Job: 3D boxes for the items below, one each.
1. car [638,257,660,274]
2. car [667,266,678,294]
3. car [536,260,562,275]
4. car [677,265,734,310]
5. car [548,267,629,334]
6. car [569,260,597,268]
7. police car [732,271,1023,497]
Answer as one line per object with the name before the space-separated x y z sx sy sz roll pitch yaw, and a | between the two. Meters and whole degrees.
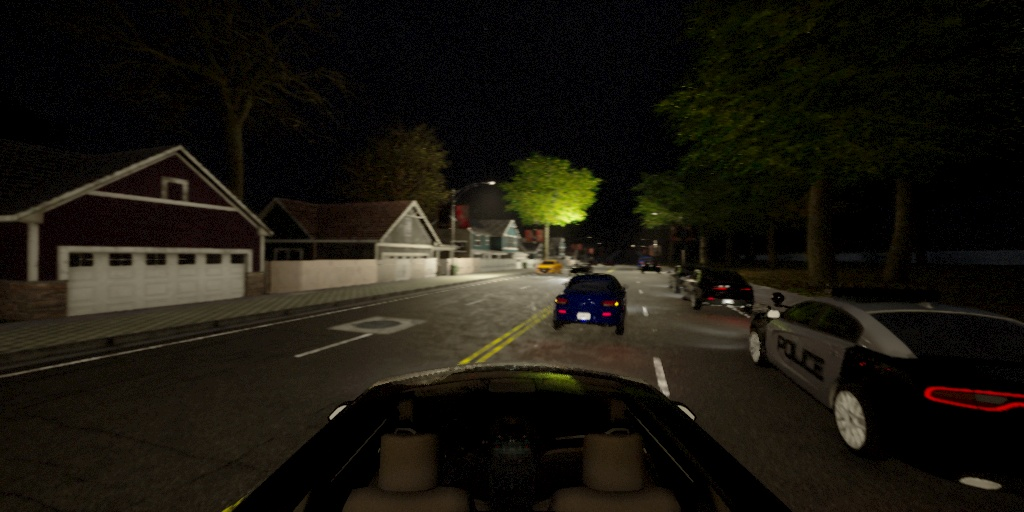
car | 16.660 1.206 43.264 2.097 1.767 4.553 1 0 19
car | 9.860 1.254 19.933 1.837 1.490 4.892 1 0 18
car | 3.795 1.117 35.969 1.882 1.535 5.008 1 0 18
car | 7.965 1.260 14.238 1.837 1.490 4.892 1 0 18
car | 2.413 1.238 10.609 1.812 1.442 4.674 1 0 18
car | 6.642 1.280 34.240 1.895 1.301 4.718 1 0 18
police car | 4.844 1.209 4.853 1.930 1.638 5.238 1 0 18
